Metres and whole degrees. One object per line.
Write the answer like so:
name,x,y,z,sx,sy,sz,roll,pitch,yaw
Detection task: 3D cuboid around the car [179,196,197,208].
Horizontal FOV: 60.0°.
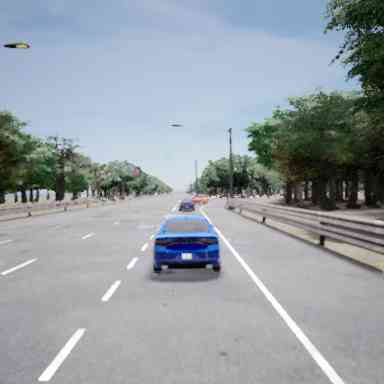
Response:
car,-0.567,1.550,41.477,1.812,1.442,4.674,-1,0,1

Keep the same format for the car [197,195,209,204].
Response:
car,1.752,1.335,60.710,2.097,1.767,4.553,-1,0,13

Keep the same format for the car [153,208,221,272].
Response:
car,-0.172,1.500,10.952,1.882,1.535,5.008,-1,0,-1
